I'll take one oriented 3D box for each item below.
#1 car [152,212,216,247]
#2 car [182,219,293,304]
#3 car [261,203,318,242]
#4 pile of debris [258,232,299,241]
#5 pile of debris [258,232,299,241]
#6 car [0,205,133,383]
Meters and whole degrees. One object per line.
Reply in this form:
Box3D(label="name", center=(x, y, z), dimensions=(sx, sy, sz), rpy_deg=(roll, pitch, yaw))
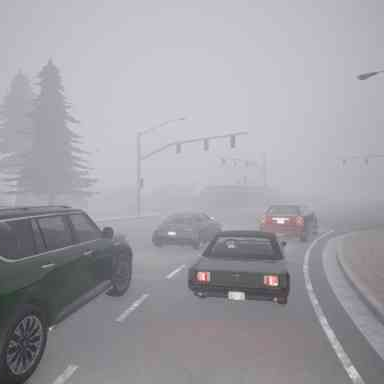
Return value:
Box3D(label="car", center=(-0.071, 1.544, 14.540), dimensions=(1.994, 1.385, 4.181), rpy_deg=(0, 0, 20))
Box3D(label="car", center=(1.354, 1.587, 8.176), dimensions=(1.895, 1.301, 4.718), rpy_deg=(0, 0, 14))
Box3D(label="car", center=(4.867, 1.316, 16.437), dimensions=(2.097, 1.767, 4.553), rpy_deg=(0, 0, 28))
Box3D(label="pile of debris", center=(4.247, 2.141, 16.199), dimensions=(1.500, 0.140, 1.860), rpy_deg=(0, 0, 29))
Box3D(label="pile of debris", center=(4.247, 2.141, 16.199), dimensions=(1.500, 0.140, 1.860), rpy_deg=(0, 0, 29))
Box3D(label="car", center=(-2.774, 1.222, 5.591), dimensions=(2.150, 2.045, 5.566), rpy_deg=(0, 0, 8))
